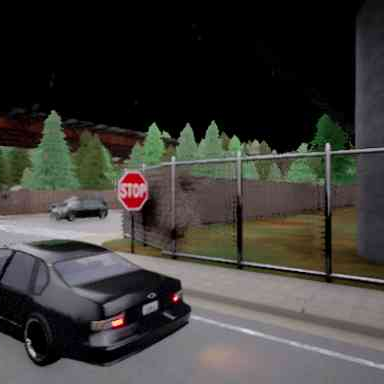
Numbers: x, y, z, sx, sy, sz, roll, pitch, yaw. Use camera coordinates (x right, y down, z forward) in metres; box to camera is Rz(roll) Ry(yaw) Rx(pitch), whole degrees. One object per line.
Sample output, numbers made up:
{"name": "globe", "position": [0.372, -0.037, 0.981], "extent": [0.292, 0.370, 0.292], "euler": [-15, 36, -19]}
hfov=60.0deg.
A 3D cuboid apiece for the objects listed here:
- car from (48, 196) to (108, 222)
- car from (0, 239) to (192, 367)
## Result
{"name": "car", "position": [-9.274, 1.423, 27.424], "extent": [2.097, 1.767, 4.553], "euler": [0, 0, 36]}
{"name": "car", "position": [-2.582, 1.564, 5.810], "extent": [5.357, 1.411, 2.033], "euler": [0, 0, 36]}
